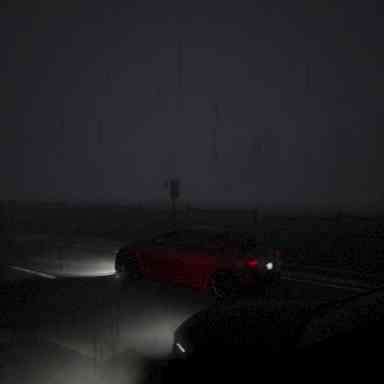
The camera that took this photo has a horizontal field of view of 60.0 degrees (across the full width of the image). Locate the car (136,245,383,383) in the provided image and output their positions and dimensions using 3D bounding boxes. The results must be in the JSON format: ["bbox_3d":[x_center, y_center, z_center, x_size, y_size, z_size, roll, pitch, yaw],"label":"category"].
[{"bbox_3d":[1.904,1.526,2.634,4.674,1.442,1.812,0,0,36],"label":"car"}]

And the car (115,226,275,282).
[{"bbox_3d":[0.035,1.540,8.269,4.181,1.385,1.994,0,0,36],"label":"car"}]
